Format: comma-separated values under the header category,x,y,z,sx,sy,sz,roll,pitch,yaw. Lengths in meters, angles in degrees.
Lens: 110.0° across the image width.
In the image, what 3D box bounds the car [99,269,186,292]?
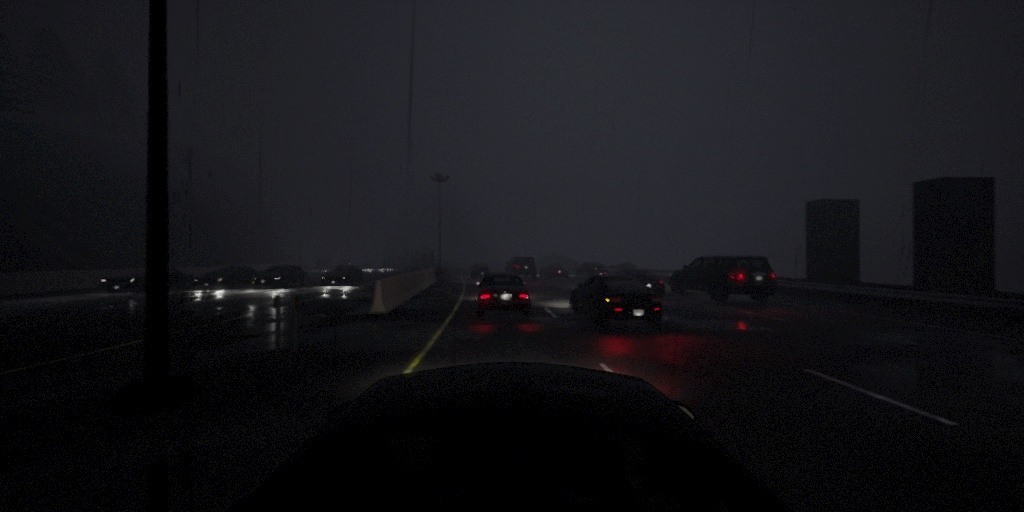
category,x,y,z,sx,sy,sz,roll,pitch,yaw
car,-22.532,1.463,22.370,1.895,1.301,4.718,0,0,-8

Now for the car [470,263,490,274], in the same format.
category,x,y,z,sx,sy,sz,roll,pitch,yaw
car,-3.103,1.396,34.896,1.812,1.442,4.674,0,0,-10

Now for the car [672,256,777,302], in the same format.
category,x,y,z,sx,sy,sz,roll,pitch,yaw
car,9.857,1.008,17.281,2.150,2.045,5.566,0,0,-5

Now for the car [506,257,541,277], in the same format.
category,x,y,z,sx,sy,sz,roll,pitch,yaw
car,0.766,1.079,33.267,2.150,2.045,5.566,0,0,-10

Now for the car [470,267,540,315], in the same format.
category,x,y,z,sx,sy,sz,roll,pitch,yaw
car,-0.390,1.340,13.774,2.033,1.411,5.357,0,0,-4

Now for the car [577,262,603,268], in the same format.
category,x,y,z,sx,sy,sz,roll,pitch,yaw
car,7.588,1.355,34.719,1.837,1.490,4.892,0,0,-10

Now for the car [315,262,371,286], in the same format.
category,x,y,z,sx,sy,sz,roll,pitch,yaw
car,-12.586,1.408,27.078,2.033,1.411,5.357,0,0,-9

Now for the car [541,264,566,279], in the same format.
category,x,y,z,sx,sy,sz,roll,pitch,yaw
car,4.012,1.422,34.867,1.994,1.385,4.181,0,0,-10

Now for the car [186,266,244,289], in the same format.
category,x,y,z,sx,sy,sz,roll,pitch,yaw
car,-19.332,1.412,24.890,2.033,1.411,5.357,0,0,-8

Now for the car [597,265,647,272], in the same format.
category,x,y,z,sx,sy,sz,roll,pitch,yaw
car,6.189,1.362,18.714,1.994,1.385,4.181,0,0,-5

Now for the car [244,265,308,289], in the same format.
category,x,y,z,sx,sy,sz,roll,pitch,yaw
car,-15.802,1.363,24.655,1.837,1.490,4.892,0,0,-8

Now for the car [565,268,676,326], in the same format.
category,x,y,z,sx,sy,sz,roll,pitch,yaw
car,3.196,1.304,11.685,1.812,1.442,4.674,0,0,-3
